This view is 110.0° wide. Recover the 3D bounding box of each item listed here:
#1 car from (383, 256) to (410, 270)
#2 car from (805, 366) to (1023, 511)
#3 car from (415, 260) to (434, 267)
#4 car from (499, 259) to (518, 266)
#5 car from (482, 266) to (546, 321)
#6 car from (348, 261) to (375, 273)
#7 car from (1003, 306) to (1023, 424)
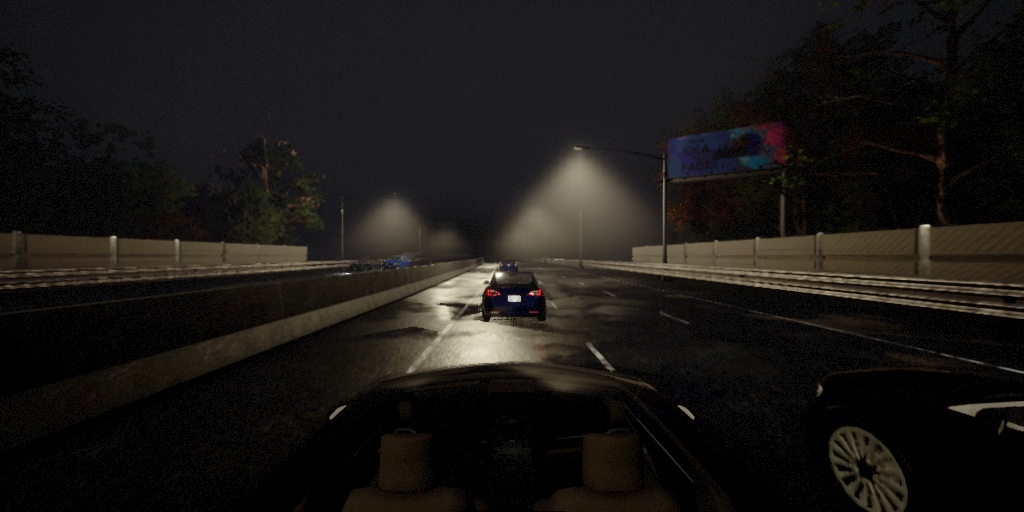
[{"bbox_3d":[-14.669,0.956,45.838,2.150,2.045,5.566,0,0,-1],"label":"car"},{"bbox_3d":[3.594,1.241,1.265,2.128,1.511,4.902,0,0,0],"label":"car"},{"bbox_3d":[-11.177,1.259,46.385,1.812,1.442,4.674,0,0,-1],"label":"car"},{"bbox_3d":[-0.393,1.087,42.161,2.097,1.767,4.553,0,0,-1],"label":"car"},{"bbox_3d":[0.052,1.253,12.498,2.163,1.488,4.792,0,0,0],"label":"car"},{"bbox_3d":[-18.102,1.302,43.234,1.994,1.385,4.181,0,0,-1],"label":"car"},{"bbox_3d":[7.091,1.313,2.358,1.994,1.385,4.181,0,0,0],"label":"car"}]
